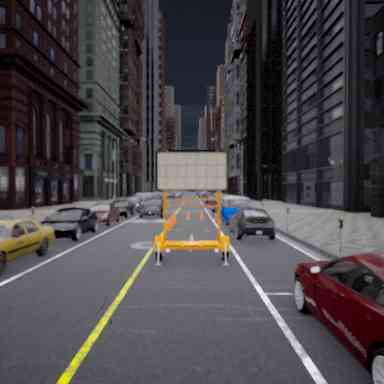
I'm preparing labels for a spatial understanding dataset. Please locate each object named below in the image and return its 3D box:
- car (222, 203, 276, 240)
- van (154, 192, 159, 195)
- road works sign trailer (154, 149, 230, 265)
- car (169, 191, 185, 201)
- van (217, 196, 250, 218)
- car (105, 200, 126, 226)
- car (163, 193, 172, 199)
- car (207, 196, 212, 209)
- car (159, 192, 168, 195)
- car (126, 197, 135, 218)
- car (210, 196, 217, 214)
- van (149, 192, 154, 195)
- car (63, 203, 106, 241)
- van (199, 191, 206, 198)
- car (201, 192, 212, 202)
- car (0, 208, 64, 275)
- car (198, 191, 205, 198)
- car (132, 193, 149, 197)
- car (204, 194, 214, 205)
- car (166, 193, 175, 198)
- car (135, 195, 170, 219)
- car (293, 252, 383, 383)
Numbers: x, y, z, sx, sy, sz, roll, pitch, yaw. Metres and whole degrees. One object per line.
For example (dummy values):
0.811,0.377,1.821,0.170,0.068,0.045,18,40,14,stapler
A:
2.766,1.413,15.862,2.008,1.369,4.403,0,0,0,car
-5.750,0.977,44.028,1.690,1.788,3.998,0,0,0,van
0.003,0.365,11.239,2.380,3.560,2.880,0,0,0,road works sign trailer
-2.984,0.931,67.128,1.882,1.535,5.008,0,0,0,car
2.768,1.156,21.496,1.690,1.788,3.998,0,0,0,van
-5.757,1.397,21.485,1.802,1.307,4.206,0,0,0,car
-5.737,0.930,77.848,1.887,1.381,4.507,0,0,0,car
2.772,1.306,32.771,1.802,1.307,4.206,0,0,0,car
-5.746,0.864,55.301,2.192,1.841,5.009,0,0,0,car
-5.755,1.335,27.121,1.947,1.339,4.313,0,0,0,car
2.770,1.320,27.134,2.008,1.369,4.403,0,0,0,car
-5.752,1.021,38.392,1.690,1.788,3.998,0,0,0,van
-5.759,1.428,15.848,1.947,1.339,4.313,0,0,0,car
2.791,0.647,89.129,1.690,1.788,3.998,0,0,0,van
2.778,1.137,49.678,1.887,1.381,4.507,0,0,0,car
-5.761,1.437,10.041,1.752,1.417,4.829,0,0,0,car
2.781,0.822,60.948,2.192,1.841,5.009,0,0,0,car
-5.753,1.164,32.757,1.967,1.590,4.097,0,0,0,car
2.774,1.230,38.407,2.008,1.369,4.403,0,0,0,car
-5.733,0.872,89.122,1.947,1.339,4.313,0,0,0,car
-3.089,1.277,26.808,1.837,1.490,4.892,0,0,0,car
2.762,1.503,4.590,1.887,1.381,4.507,0,0,0,car
